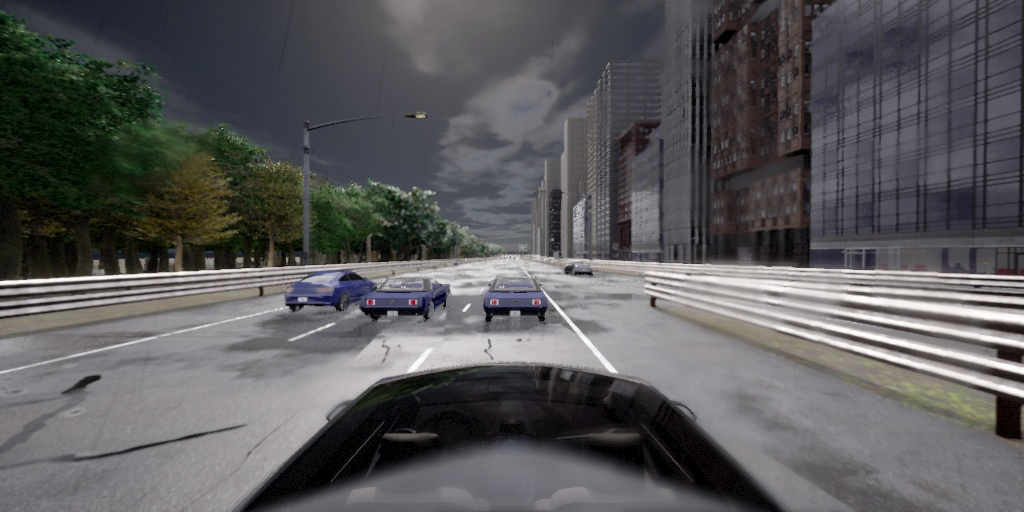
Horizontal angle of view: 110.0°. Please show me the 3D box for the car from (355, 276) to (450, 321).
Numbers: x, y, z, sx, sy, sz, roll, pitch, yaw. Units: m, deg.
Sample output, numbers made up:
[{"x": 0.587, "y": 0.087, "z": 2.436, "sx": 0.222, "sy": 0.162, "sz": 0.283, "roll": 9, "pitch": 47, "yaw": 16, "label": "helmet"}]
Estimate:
[{"x": -3.399, "y": 1.350, "z": 12.452, "sx": 1.895, "sy": 1.301, "sz": 4.718, "roll": 0, "pitch": 0, "yaw": 0, "label": "car"}]

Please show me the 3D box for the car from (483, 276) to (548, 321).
[{"x": 0.099, "y": 1.350, "z": 12.471, "sx": 1.895, "sy": 1.301, "sz": 4.718, "roll": 0, "pitch": 0, "yaw": 0, "label": "car"}]

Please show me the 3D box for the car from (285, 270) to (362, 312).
[{"x": -6.900, "y": 1.275, "z": 14.125, "sx": 1.812, "sy": 1.442, "sz": 4.674, "roll": 0, "pitch": 0, "yaw": 0, "label": "car"}]

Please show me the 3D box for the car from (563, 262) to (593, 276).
[{"x": 6.749, "y": 1.332, "z": 37.098, "sx": 1.994, "sy": 1.385, "sz": 4.181, "roll": 0, "pitch": 0, "yaw": -9, "label": "car"}]
